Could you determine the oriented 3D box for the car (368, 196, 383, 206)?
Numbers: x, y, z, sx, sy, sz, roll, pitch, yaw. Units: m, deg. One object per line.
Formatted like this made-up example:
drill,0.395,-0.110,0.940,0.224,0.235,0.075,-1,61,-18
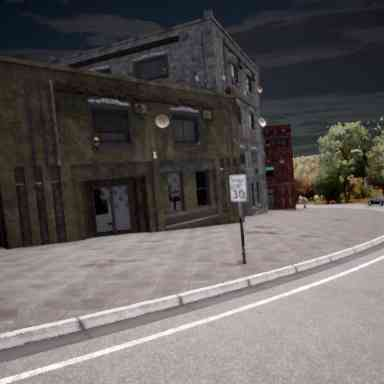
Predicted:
car,28.977,1.383,51.148,2.128,1.511,4.902,-5,-2,-1
